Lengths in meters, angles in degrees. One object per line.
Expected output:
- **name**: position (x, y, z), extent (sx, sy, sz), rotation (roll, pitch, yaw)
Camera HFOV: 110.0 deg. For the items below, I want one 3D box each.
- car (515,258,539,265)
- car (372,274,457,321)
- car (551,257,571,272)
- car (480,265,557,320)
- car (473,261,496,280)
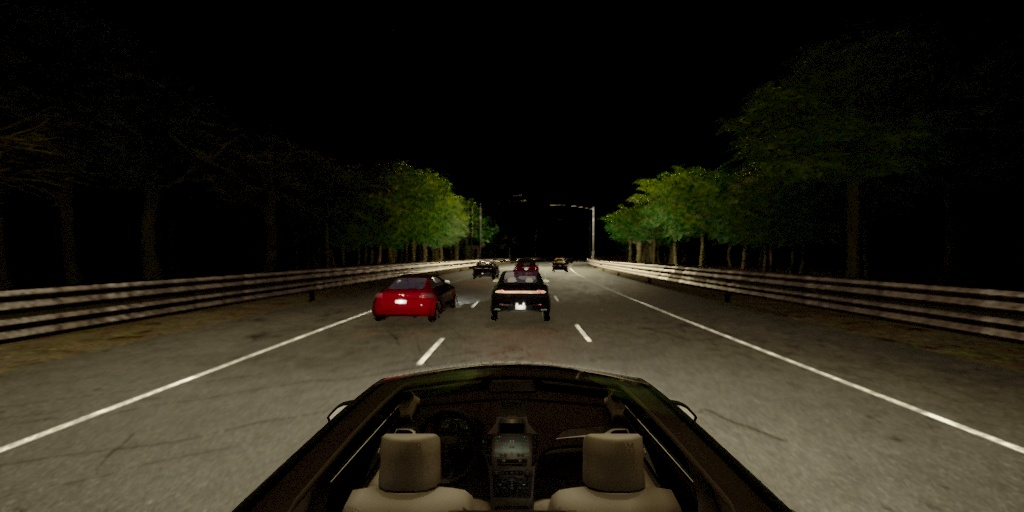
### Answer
- **car**: position (1.316, 1.081, 31.386), extent (2.097, 1.767, 4.553), rotation (0, 0, 4)
- **car**: position (-3.188, 1.304, 12.474), extent (1.994, 1.385, 4.181), rotation (0, 0, 2)
- **car**: position (5.961, 1.163, 45.133), extent (2.033, 1.411, 5.357), rotation (0, 0, 6)
- **car**: position (0.312, 1.235, 12.557), extent (2.128, 1.511, 4.902), rotation (0, 0, 2)
- **car**: position (-2.193, 1.217, 31.441), extent (2.128, 1.511, 4.902), rotation (0, 0, 4)
